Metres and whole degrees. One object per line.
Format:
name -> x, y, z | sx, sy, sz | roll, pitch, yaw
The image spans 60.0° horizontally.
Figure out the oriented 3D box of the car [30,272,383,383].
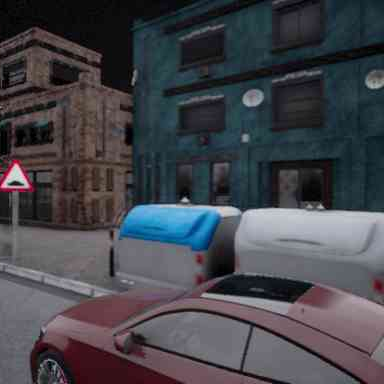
car -> 0.419, 1.526, 3.080 | 4.674, 1.442, 1.812 | 0, 0, 36
